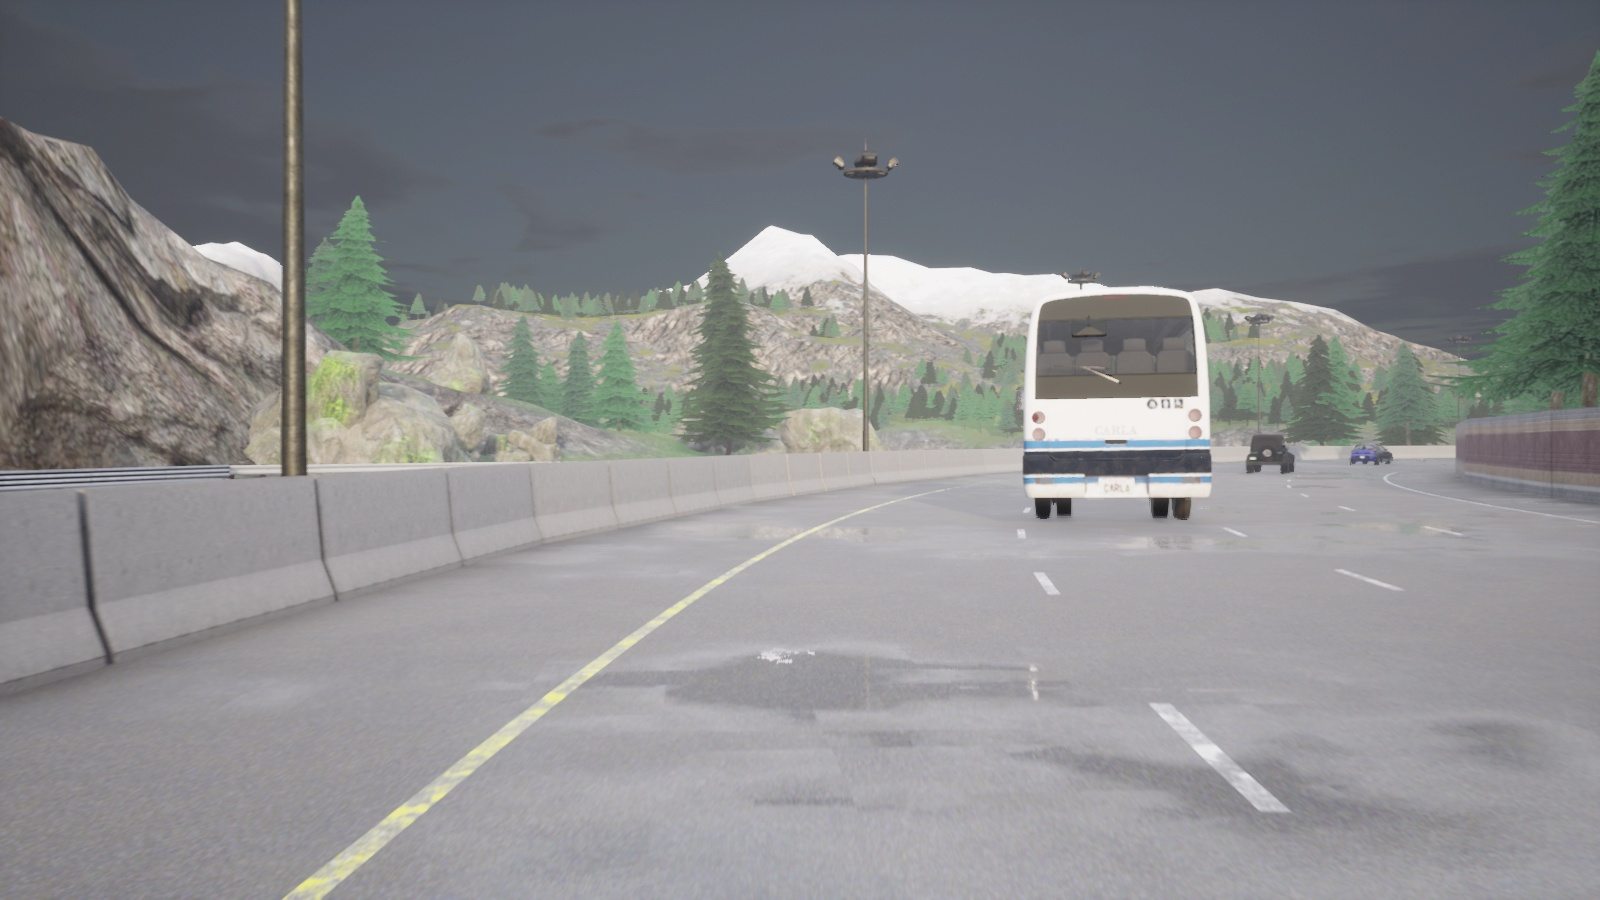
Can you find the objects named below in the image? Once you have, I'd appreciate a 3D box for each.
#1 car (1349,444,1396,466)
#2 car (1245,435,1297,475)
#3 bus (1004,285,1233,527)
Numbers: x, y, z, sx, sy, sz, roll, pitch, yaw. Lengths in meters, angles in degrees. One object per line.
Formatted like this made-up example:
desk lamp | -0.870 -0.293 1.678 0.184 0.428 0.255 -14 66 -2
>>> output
car | 38.207 0.321 83.808 1.816 1.474 4.193 0 0 40
car | 22.982 0.217 61.212 1.905 1.878 3.866 0 0 28
bus | 6.731 -0.779 27.480 3.944 4.253 10.273 -1 0 12
